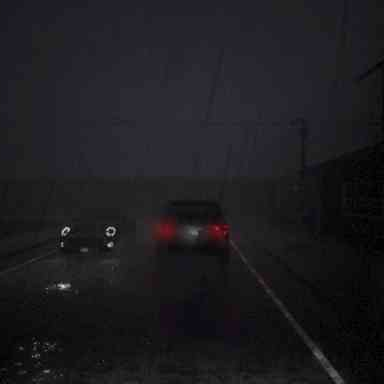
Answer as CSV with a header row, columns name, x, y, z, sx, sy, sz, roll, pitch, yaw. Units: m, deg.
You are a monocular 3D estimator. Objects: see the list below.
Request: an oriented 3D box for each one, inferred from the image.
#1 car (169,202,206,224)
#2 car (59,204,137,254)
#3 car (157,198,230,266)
name,x,y,z,sx,sy,sz,roll,pitch,yaw
car,-0.488,1.555,25.912,2.033,1.411,5.357,0,0,-10
car,-3.570,1.350,13.360,2.097,1.767,4.553,0,0,0
car,0.050,1.221,11.709,2.150,2.045,5.566,0,0,0
